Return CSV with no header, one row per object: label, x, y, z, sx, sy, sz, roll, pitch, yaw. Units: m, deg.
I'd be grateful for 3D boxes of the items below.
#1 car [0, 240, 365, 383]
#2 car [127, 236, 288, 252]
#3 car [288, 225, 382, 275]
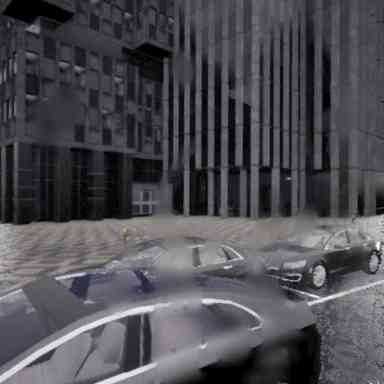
car,-0.949,1.498,2.712,4.902,1.511,2.128,1,0,-35
car,-0.464,1.578,6.322,4.403,1.369,2.008,1,0,-36
car,3.598,1.621,9.224,4.403,1.369,2.008,1,0,-36
